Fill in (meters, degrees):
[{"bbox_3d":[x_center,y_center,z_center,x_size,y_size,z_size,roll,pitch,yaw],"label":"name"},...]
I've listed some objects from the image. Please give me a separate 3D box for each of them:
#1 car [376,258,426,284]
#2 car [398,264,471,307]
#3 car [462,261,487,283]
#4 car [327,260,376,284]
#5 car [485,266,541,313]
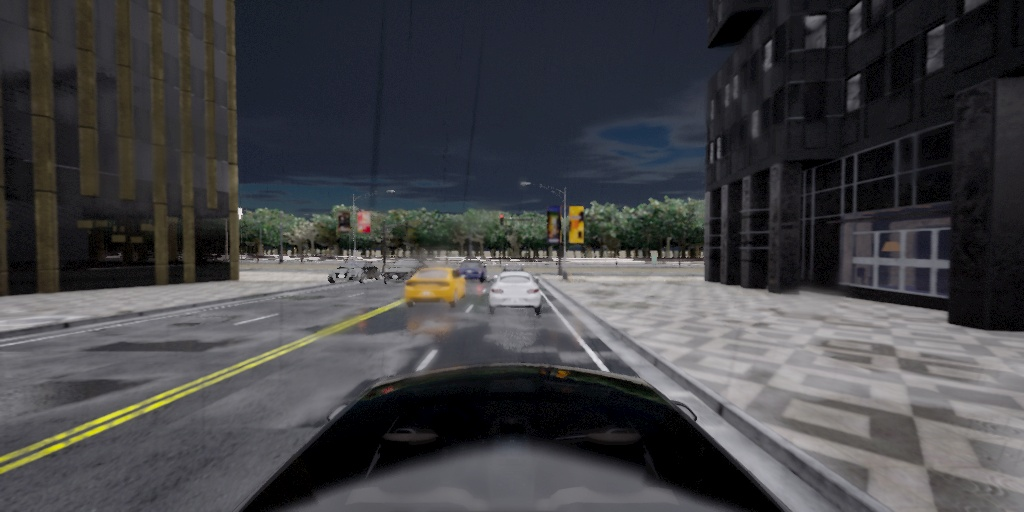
[{"bbox_3d":[-6.495,0.878,22.470,1.882,1.535,5.008,0,0,0],"label":"car"},{"bbox_3d":[-3.147,1.249,15.651,1.882,1.535,5.008,0,-1,0],"label":"car"},{"bbox_3d":[-3.144,1.149,28.681,2.097,1.767,4.553,0,0,0],"label":"car"},{"bbox_3d":[-9.745,0.952,22.471,1.994,1.385,4.181,0,0,0],"label":"car"},{"bbox_3d":[0.105,1.293,13.912,1.812,1.442,4.674,0,0,0],"label":"car"}]
